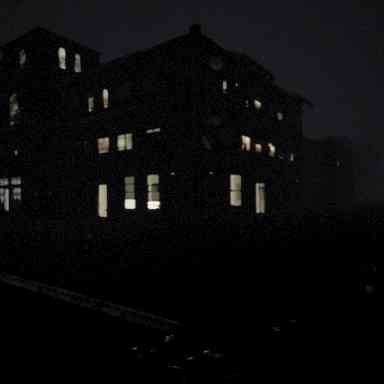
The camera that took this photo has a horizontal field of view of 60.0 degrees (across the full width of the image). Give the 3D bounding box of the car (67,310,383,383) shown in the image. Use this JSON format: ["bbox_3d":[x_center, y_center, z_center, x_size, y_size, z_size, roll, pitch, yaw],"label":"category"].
[{"bbox_3d":[0.927,1.568,2.228,4.313,1.339,1.947,0,-1,35],"label":"car"}]
